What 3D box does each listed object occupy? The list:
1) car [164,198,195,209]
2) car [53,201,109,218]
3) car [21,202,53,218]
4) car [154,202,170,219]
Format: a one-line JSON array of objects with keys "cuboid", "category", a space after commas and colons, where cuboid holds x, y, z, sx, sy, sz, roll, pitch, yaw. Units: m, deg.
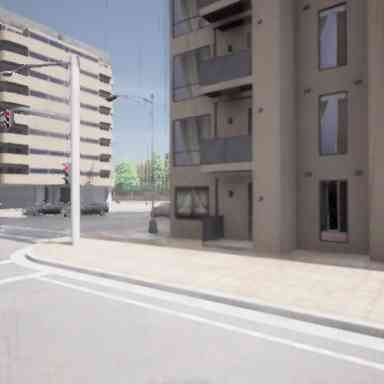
[{"cuboid": [-1.762, 1.704, 50.191, 2.128, 1.511, 4.902, 0, 0, 35], "category": "car"}, {"cuboid": [-10.271, 1.676, 32.034, 2.128, 1.511, 4.902, 0, 0, 35], "category": "car"}, {"cuboid": [-14.109, 1.701, 32.653, 2.128, 1.511, 4.902, 0, 0, 35], "category": "car"}, {"cuboid": [-1.895, 1.700, 31.461, 1.994, 1.385, 4.181, 0, 0, 35], "category": "car"}]
